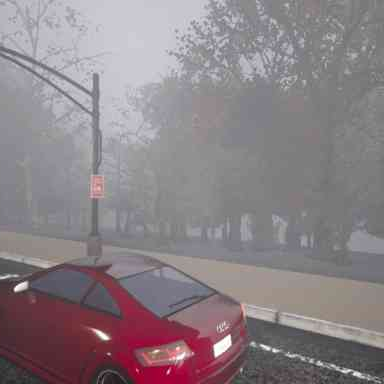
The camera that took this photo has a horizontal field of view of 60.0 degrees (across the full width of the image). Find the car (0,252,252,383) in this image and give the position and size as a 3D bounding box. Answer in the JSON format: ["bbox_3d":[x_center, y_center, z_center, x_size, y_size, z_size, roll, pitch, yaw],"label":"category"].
[{"bbox_3d":[-1.314,1.563,4.618,4.181,1.385,1.994,0,0,35],"label":"car"}]
